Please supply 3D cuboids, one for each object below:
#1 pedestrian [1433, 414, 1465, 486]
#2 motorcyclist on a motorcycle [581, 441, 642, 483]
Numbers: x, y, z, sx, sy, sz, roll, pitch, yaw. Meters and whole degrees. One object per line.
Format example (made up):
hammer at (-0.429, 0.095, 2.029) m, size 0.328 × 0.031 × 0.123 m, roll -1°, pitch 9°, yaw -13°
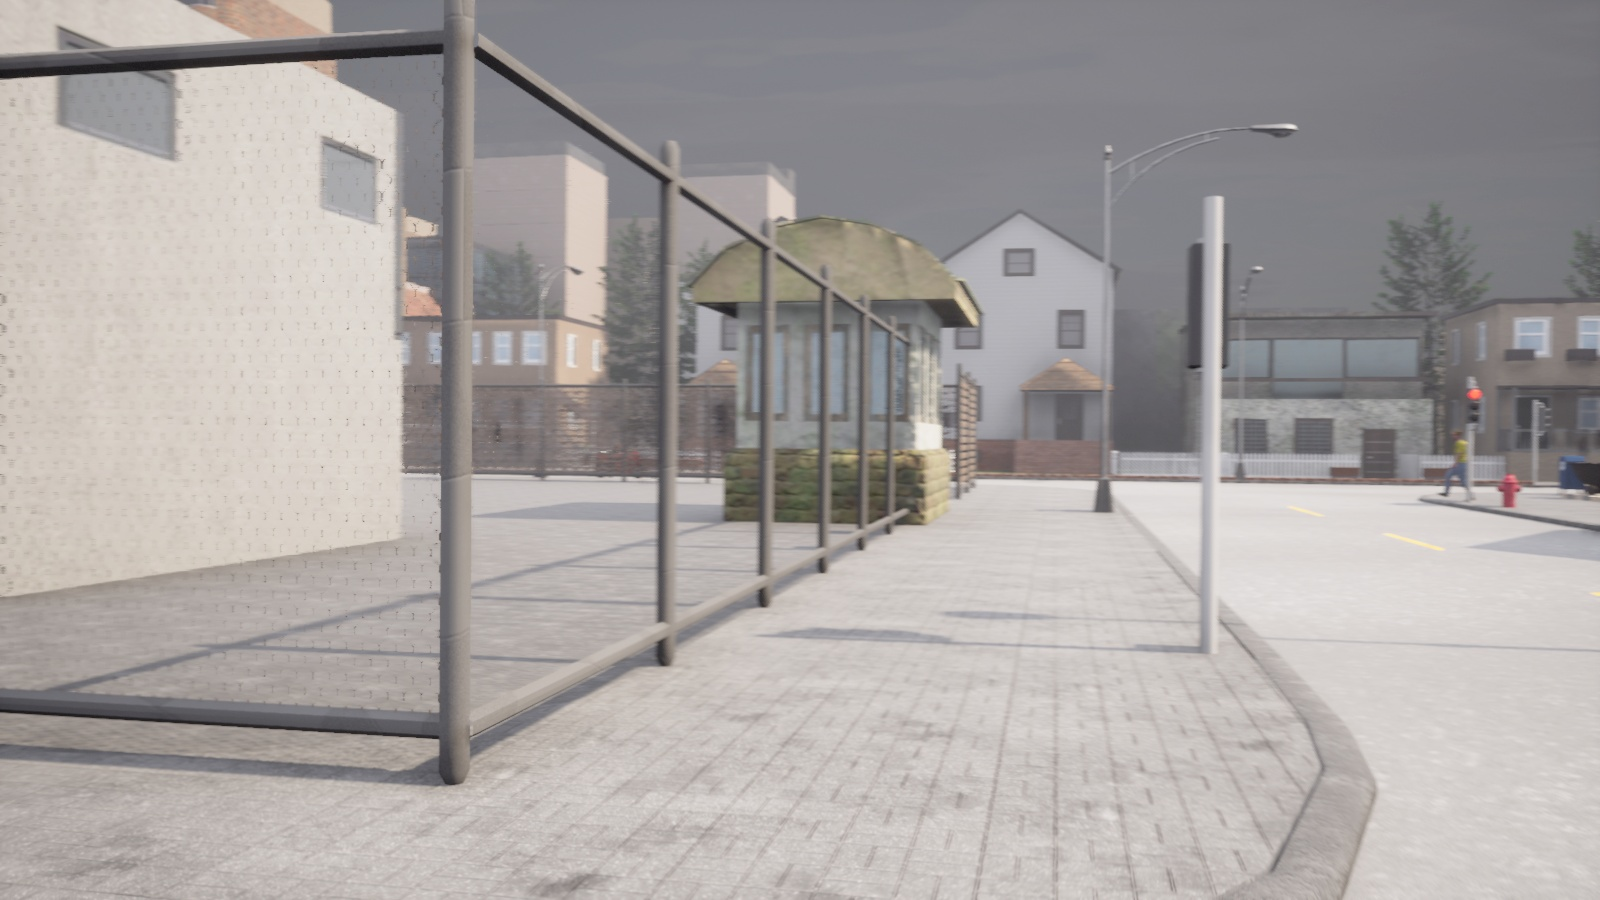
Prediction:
pedestrian at (16.555, -0.003, 32.027) m, size 0.706 × 1.836 × 0.354 m, roll 0°, pitch 1°, yaw 31°
motorcyclist on a motorcycle at (-6.960, 0.445, 46.339) m, size 2.044 × 1.523 × 0.797 m, roll -1°, pitch 1°, yaw 11°
